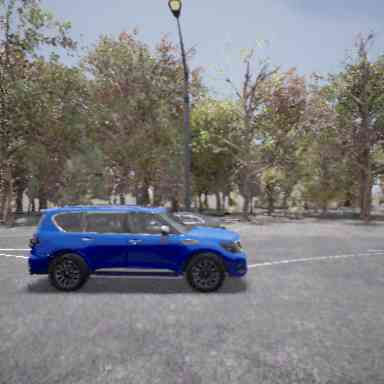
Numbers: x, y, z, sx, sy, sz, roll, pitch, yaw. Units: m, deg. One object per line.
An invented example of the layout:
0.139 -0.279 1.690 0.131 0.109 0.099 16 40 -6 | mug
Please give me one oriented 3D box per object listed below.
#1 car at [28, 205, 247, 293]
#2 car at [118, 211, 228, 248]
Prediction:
-1.377 1.372 8.835 5.566 2.045 2.150 -1 -1 3 | car
-0.810 1.740 15.836 4.902 1.511 2.128 -1 -1 3 | car
